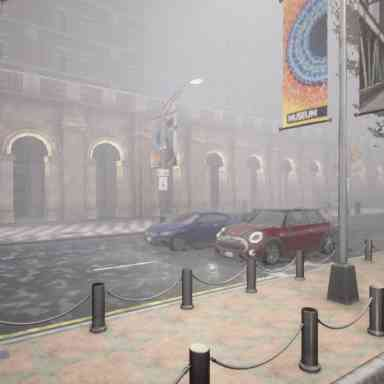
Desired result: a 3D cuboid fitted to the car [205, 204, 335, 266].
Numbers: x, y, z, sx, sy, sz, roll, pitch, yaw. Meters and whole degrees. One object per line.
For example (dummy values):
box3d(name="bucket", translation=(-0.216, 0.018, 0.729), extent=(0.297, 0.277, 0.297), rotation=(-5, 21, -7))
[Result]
box3d(name="car", translation=(2.973, 1.352, 11.694), extent=(4.553, 1.767, 2.097), rotation=(0, 0, -36))

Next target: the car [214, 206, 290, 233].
box3d(name="car", translation=(3.756, 1.595, 20.467), extent=(4.718, 1.301, 1.895), rotation=(0, 0, -36))

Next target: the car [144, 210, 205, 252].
box3d(name="car", translation=(0.253, 1.526, 14.042), extent=(4.674, 1.442, 1.812), rotation=(0, 0, -36))
